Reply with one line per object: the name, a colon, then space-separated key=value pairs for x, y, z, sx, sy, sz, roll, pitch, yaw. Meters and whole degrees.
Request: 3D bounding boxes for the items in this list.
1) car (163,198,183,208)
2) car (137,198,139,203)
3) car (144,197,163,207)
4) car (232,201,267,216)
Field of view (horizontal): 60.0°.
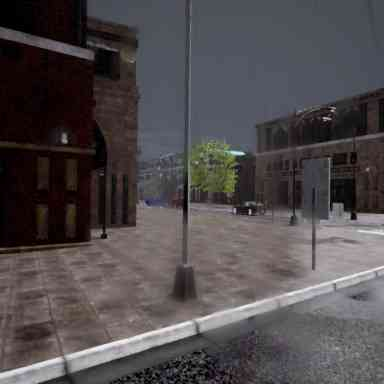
car: x=-2.180 y=1.627 z=49.292 sx=1.887 sy=1.381 sz=4.507 roll=1 pitch=-1 yaw=-27
car: x=-12.206 y=1.671 z=68.990 sx=1.802 sy=1.307 sz=4.206 roll=1 pitch=-1 yaw=-27
car: x=-5.744 y=1.520 z=50.862 sx=1.882 sy=1.535 sz=5.008 roll=1 pitch=0 yaw=-27
car: x=5.765 y=1.627 z=33.746 sx=2.008 sy=1.369 sz=4.403 roll=1 pitch=-1 yaw=-27
